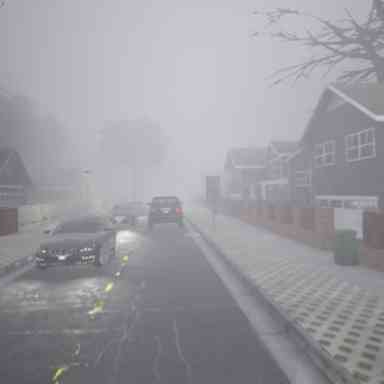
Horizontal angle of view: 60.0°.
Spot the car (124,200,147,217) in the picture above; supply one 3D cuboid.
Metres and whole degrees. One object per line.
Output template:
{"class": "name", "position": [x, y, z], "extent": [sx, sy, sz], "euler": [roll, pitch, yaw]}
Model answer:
{"class": "car", "position": [-5.759, 1.636, 34.261], "extent": [1.837, 1.490, 4.892], "euler": [-1, 0, -4]}

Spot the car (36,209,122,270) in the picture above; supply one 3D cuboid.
{"class": "car", "position": [-3.783, 1.581, 11.559], "extent": [1.837, 1.490, 4.892], "euler": [-1, 0, -5]}

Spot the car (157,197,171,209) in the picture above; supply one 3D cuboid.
{"class": "car", "position": [-4.065, 1.600, 47.928], "extent": [1.882, 1.535, 5.008], "euler": [-1, 0, -5]}

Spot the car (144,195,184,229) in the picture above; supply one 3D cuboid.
{"class": "car", "position": [-1.764, 1.255, 22.090], "extent": [2.150, 2.045, 5.566], "euler": [-1, 0, -5]}

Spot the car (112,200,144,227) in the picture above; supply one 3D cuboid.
{"class": "car", "position": [-4.866, 1.593, 23.825], "extent": [2.128, 1.511, 4.902], "euler": [-1, 0, -5]}
